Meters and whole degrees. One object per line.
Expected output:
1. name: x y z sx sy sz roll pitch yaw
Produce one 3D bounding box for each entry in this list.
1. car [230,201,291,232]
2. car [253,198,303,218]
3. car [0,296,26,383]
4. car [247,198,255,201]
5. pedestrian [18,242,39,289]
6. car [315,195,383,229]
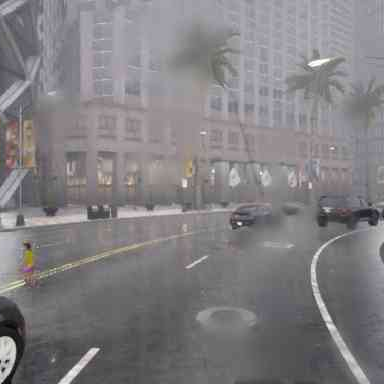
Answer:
1. car: 4.112 1.504 20.332 1.837 1.490 4.892 -1 -1 37
2. car: 7.815 1.525 29.151 4.674 1.442 1.812 0 0 -37
3. car: -3.119 1.504 2.297 1.837 1.490 4.892 0 0 3
4. car: 6.216 1.351 32.316 4.553 1.767 2.097 0 0 -36
5. pedestrian: -3.759 1.674 7.681 0.500 1.100 0.500 0 0 12
6. car: 10.182 1.221 21.762 5.566 2.045 2.150 0 0 -41
